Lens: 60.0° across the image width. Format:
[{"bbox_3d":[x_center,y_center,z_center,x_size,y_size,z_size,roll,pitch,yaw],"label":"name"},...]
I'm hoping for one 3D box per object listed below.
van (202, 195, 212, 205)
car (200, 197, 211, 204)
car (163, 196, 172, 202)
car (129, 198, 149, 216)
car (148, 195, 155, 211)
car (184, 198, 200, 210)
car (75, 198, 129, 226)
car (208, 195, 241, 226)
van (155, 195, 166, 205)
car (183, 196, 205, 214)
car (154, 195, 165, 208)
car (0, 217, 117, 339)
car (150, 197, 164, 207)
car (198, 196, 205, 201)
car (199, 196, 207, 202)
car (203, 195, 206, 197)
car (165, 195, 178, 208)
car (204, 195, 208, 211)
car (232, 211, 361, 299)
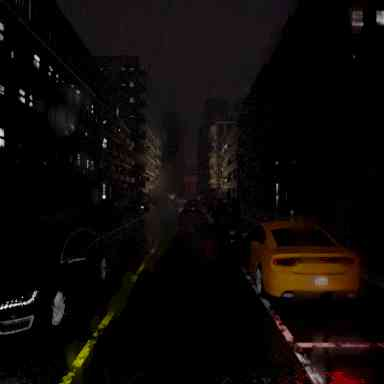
[{"bbox_3d":[2.694,1.434,60.727,1.690,1.788,3.998,0,0,0],"label":"van"},{"bbox_3d":[2.692,1.654,66.418,1.887,1.381,4.507,0,0,0],"label":"car"},{"bbox_3d":[-5.689,1.729,77.800,1.802,1.307,4.206,0,0,0],"label":"car"},{"bbox_3d":[-5.686,1.584,32.280,2.008,1.369,4.403,0,0,0],"label":"car"},{"bbox_3d":[-5.686,1.483,37.971,1.967,1.590,4.097,0,0,0],"label":"car"},{"bbox_3d":[0.014,1.605,45.932,2.033,1.411,5.357,0,0,0],"label":"car"},{"bbox_3d":[-5.684,1.331,20.899,2.192,1.841,5.009,0,0,0],"label":"car"},{"bbox_3d":[2.696,1.339,26.588,2.192,1.841,5.009,0,0,0],"label":"car"},{"bbox_3d":[-5.686,1.434,60.729,1.690,1.788,3.998,0,0,0],"label":"van"},{"bbox_3d":[0.072,1.517,35.903,1.882,1.535,5.008,0,0,0],"label":"car"},{"bbox_3d":[-5.685,1.379,49.350,2.192,1.841,5.009,0,0,0],"label":"car"},{"bbox_3d":[-3.100,1.508,6.930,1.837,1.490,4.892,0,0,0],"label":"car"},{"bbox_3d":[-5.688,1.603,54.871,1.752,1.417,4.829,0,0,0],"label":"car"},{"bbox_3d":[2.690,1.792,94.869,1.802,1.307,4.206,0,0,0],"label":"car"},{"bbox_3d":[2.691,1.750,83.488,1.802,1.307,4.206,0,0,0],"label":"car"},{"bbox_3d":[2.692,1.660,55.039,1.802,1.307,4.206,0,0,0],"label":"car"},{"bbox_3d":[-3.094,1.558,49.694,2.128,1.511,4.902,0,0,0],"label":"car"},{"bbox_3d":[2.695,1.483,37.968,1.967,1.590,4.097,0,0,0],"label":"car"},{"bbox_3d":[2.361,1.482,8.538,1.882,1.535,5.008,0,0,0],"label":"car"}]
